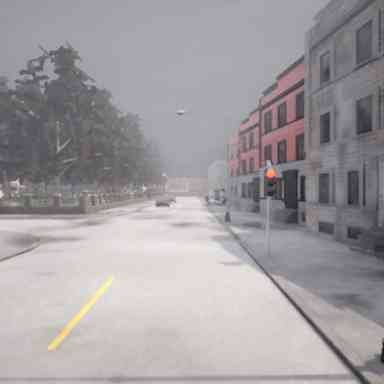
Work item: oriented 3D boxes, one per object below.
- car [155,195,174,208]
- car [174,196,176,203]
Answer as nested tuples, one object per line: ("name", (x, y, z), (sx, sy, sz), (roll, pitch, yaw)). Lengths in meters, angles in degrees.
("car", (-4.078, 1.419, 47.128), (2.033, 1.411, 5.357), (0, 0, 0))
("car", (-4.001, 1.372, 63.642), (2.033, 1.411, 5.357), (0, 0, 0))
